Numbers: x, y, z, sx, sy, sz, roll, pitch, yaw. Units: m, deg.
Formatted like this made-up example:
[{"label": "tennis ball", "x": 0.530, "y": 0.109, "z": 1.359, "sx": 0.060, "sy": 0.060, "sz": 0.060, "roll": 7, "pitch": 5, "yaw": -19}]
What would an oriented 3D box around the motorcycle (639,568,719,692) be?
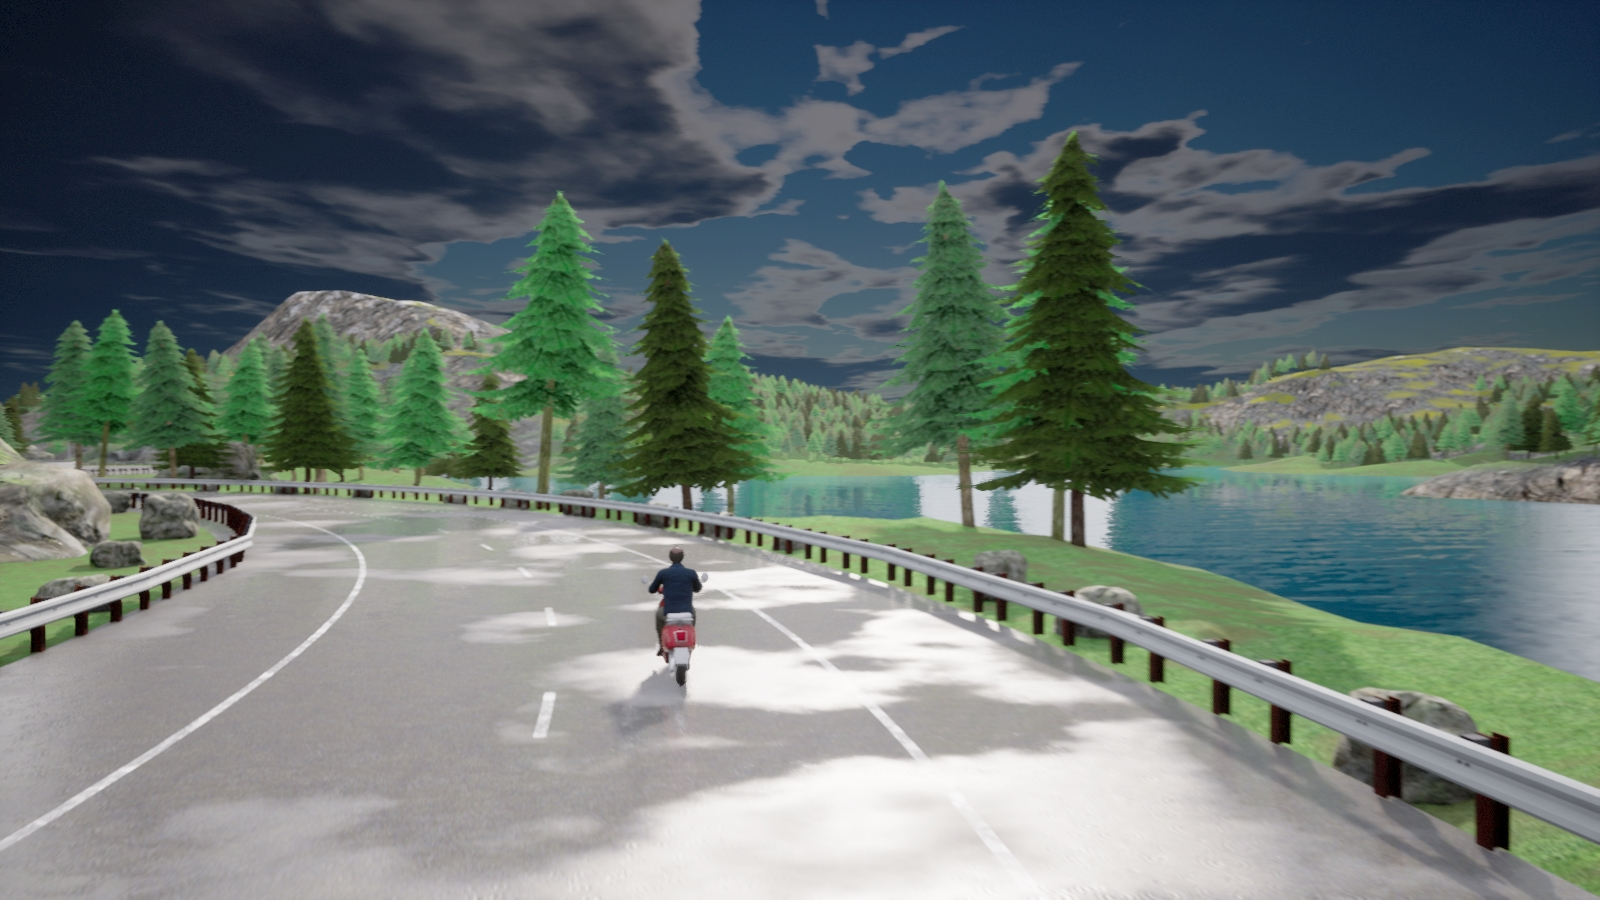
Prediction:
[{"label": "motorcycle", "x": -1.533, "y": 2.183, "z": 14.211, "sx": 0.856, "sy": 1.236, "sz": 1.805, "roll": 0, "pitch": 0, "yaw": -10}]
